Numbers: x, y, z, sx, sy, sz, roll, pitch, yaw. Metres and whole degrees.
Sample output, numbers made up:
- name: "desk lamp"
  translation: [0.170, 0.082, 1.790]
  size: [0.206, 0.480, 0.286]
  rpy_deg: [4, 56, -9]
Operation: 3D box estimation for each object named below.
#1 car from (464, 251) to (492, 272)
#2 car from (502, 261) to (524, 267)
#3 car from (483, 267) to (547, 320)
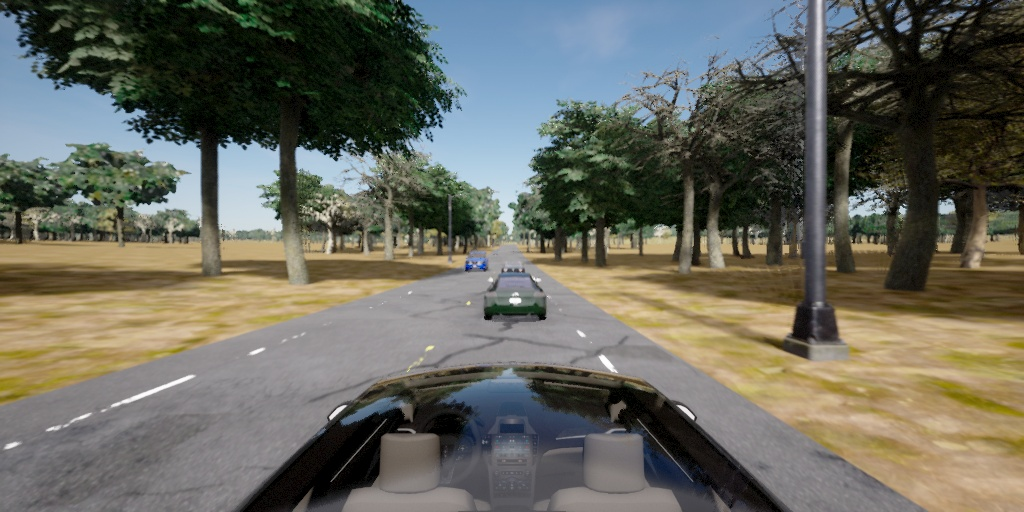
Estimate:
- name: "car"
  translation: [-3.608, 0.554, 37.490]
  size: [2.150, 2.045, 5.566]
  rpy_deg: [0, 2, 0]
- name: "car"
  translation: [0.091, 1.086, 30.127]
  size: [1.895, 1.301, 4.718]
  rpy_deg: [0, 1, 0]
- name: "car"
  translation: [0.095, 1.257, 12.450]
  size: [1.994, 1.385, 4.181]
  rpy_deg: [0, 0, 0]
